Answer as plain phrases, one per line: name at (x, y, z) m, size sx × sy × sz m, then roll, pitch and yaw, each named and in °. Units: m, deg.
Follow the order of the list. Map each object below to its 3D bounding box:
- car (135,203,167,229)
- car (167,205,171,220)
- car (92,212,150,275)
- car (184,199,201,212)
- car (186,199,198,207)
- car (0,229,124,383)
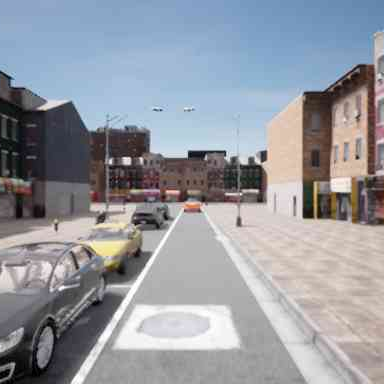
car at (-3.018, 1.667, 23.207) m, size 1.837 × 1.490 × 4.892 m, roll 0°, pitch 0°, yaw 0°
car at (-3.012, 1.693, 30.208) m, size 1.882 × 1.535 × 5.008 m, roll 0°, pitch 0°, yaw 0°
car at (-2.643, 1.601, 10.750) m, size 1.752 × 1.417 × 4.829 m, roll 0°, pitch 0°, yaw 0°
car at (0.039, 1.670, 43.718) m, size 2.097 × 1.767 × 4.553 m, roll 0°, pitch -1°, yaw 1°
car at (0.111, 1.975, 60.145) m, size 1.812 × 1.442 × 4.674 m, roll 0°, pitch -1°, yaw 4°
car at (-2.643, 1.590, 5.492) m, size 2.008 × 1.369 × 4.403 m, roll 0°, pitch 0°, yaw 0°
